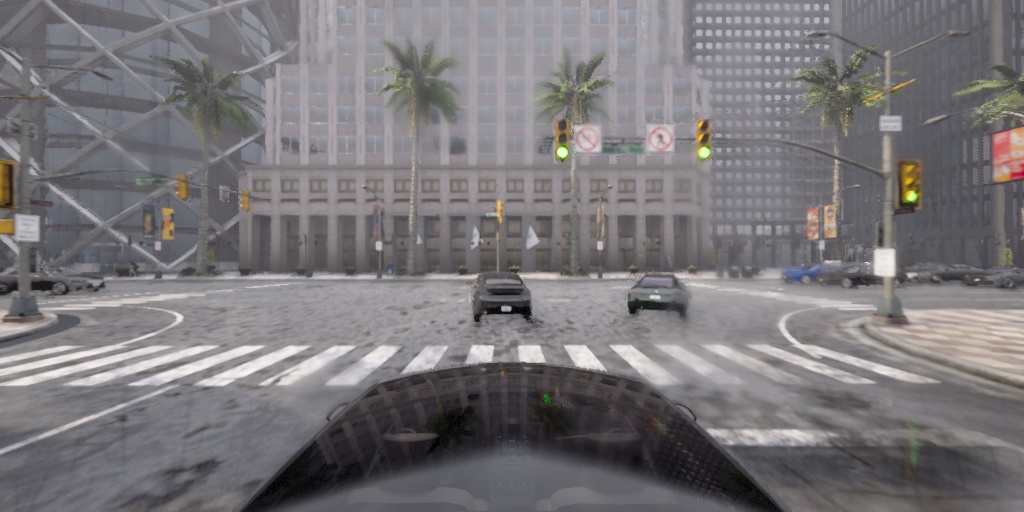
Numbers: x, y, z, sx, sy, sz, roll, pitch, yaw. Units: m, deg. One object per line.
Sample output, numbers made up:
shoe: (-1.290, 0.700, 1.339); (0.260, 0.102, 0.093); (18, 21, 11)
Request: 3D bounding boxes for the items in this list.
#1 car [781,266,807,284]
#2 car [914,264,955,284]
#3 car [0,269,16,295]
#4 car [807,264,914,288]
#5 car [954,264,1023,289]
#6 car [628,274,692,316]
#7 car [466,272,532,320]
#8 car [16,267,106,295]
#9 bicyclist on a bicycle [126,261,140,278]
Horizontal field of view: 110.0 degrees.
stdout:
car: (23.449, 1.352, 27.499); (5.008, 1.535, 1.882); (0, 0, 0)
car: (33.022, 1.357, 27.467); (4.902, 1.511, 2.128); (0, 0, 0)
car: (-27.490, 1.404, 16.736); (5.357, 1.411, 2.033); (0, 0, -3)
car: (23.188, 1.332, 24.000); (5.008, 1.535, 1.882); (0, 0, 0)
car: (33.056, 1.410, 23.968); (4.181, 1.385, 1.994); (0, 0, 0)
car: (5.806, 1.377, 13.971); (1.994, 1.385, 4.181); (0, 0, 28)
car: (-0.553, 1.317, 12.926); (1.837, 1.490, 4.892); (1, 0, -9)
car: (-25.945, 1.366, 20.134); (4.902, 1.511, 2.128); (0, 0, -4)
bicyclist on a bicycle: (-35.744, 1.260, 33.844); (0.582, 1.620, 1.656); (0, 0, -12)
